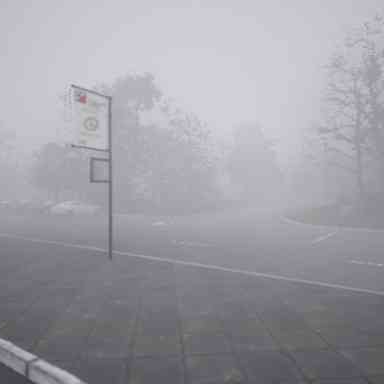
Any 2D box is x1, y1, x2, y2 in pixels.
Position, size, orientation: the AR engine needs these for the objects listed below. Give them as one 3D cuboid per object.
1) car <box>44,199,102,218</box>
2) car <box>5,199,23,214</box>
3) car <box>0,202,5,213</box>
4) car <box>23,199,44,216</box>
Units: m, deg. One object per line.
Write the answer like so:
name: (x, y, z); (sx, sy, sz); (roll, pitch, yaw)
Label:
car: (-10.348, 1.503, 29.908); (2.002, 1.452, 4.674); (0, 0, 36)
car: (-15.577, 1.465, 33.637); (2.231, 1.521, 4.892); (0, 0, 36)
car: (-18.242, 1.504, 35.543); (2.002, 1.452, 4.674); (0, 0, 36)
car: (-12.906, 1.463, 31.744); (2.097, 1.535, 5.008); (0, 0, 36)
